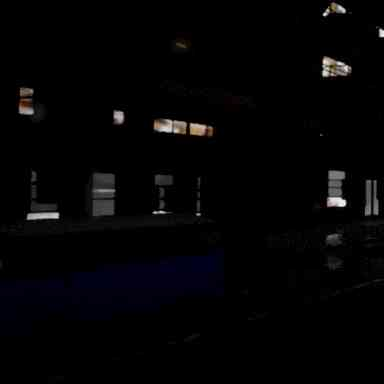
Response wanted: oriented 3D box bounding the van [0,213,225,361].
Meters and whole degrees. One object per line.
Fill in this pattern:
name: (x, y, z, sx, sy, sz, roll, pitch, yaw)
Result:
van: (-1.328, 1.301, 5.568, 3.998, 1.788, 1.690, -1, 1, -34)
